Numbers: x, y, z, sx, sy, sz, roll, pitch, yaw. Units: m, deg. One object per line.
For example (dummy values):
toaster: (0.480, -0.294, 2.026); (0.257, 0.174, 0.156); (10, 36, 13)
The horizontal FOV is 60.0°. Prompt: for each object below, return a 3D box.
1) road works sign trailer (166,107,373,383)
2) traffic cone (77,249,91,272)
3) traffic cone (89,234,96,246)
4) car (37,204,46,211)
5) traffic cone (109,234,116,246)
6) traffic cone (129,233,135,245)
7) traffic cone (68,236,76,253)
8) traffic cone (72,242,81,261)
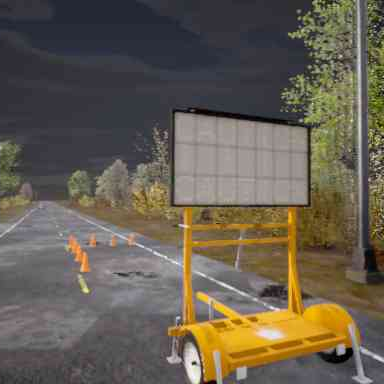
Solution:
road works sign trailer: (0.703, 0.625, 5.107); (2.380, 3.560, 2.880); (1, -2, -24)
traffic cone: (-3.491, 2.263, 10.865); (0.340, 0.580, 0.340); (1, -2, -24)
traffic cone: (-4.999, 2.426, 16.755); (0.340, 0.580, 0.340); (1, -2, -24)
car: (-34.807, 3.482, 76.831); (2.128, 1.511, 4.902); (1, -2, -24)
traffic cone: (-4.084, 2.442, 17.159); (0.340, 0.580, 0.340); (1, -2, -24)
traffic cone: (-3.169, 2.459, 17.563); (0.340, 0.580, 0.340); (1, -2, -24)
traffic cone: (-5.107, 2.361, 14.523); (0.340, 0.580, 0.340); (1, -2, -24)
traffic cone: (-4.299, 2.312, 12.694); (0.340, 0.580, 0.340); (1, -2, -24)
